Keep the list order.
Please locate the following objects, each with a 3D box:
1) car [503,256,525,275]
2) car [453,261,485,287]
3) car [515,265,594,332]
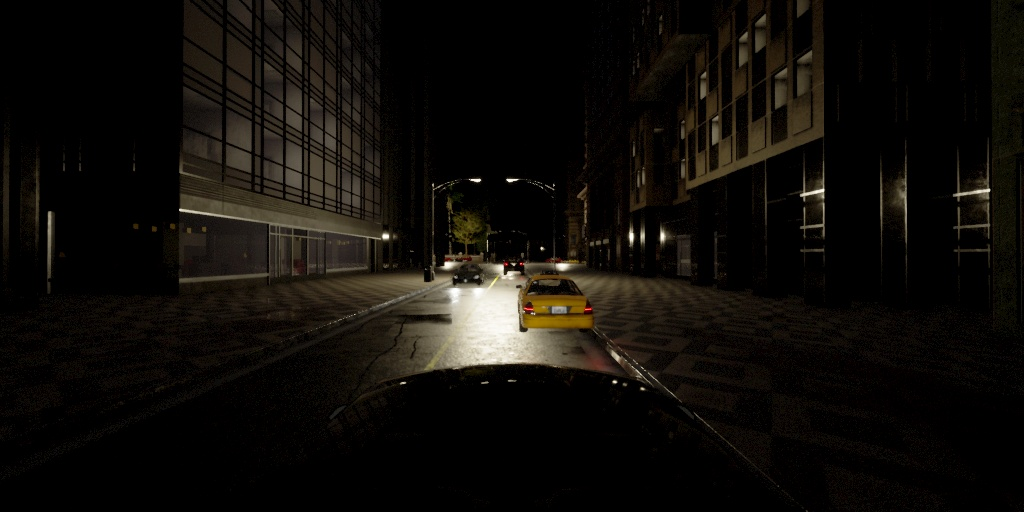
[{"bbox_3d":[0.233,0.976,38.290,2.150,2.045,5.566,0,0,1],"label":"car"},{"bbox_3d":[-2.899,1.278,24.812,1.812,1.442,4.674,0,0,0],"label":"car"},{"bbox_3d":[1.089,1.206,10.740,1.801,1.575,5.366,0,0,0],"label":"car"}]
